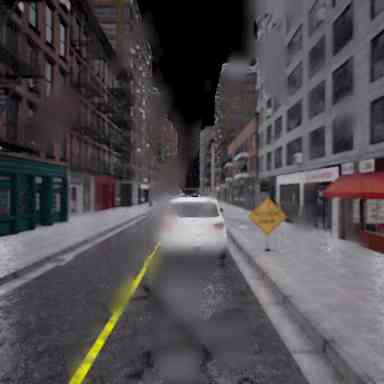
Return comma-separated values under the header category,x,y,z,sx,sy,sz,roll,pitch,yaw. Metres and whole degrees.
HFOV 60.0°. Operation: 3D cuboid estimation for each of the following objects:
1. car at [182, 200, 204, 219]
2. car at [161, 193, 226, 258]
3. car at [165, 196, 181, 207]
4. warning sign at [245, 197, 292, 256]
category,x,y,z,sx,sy,sz,roll,pitch,yaw
car,0.082,1.502,29.973,1.812,1.442,4.674,0,0,0
car,0.066,1.214,12.859,2.150,2.045,5.566,0,0,0
car,-2.825,1.441,50.945,2.128,1.511,4.902,0,0,0
warning sign,2.523,1.107,11.152,1.300,1.860,1.060,0,0,0
